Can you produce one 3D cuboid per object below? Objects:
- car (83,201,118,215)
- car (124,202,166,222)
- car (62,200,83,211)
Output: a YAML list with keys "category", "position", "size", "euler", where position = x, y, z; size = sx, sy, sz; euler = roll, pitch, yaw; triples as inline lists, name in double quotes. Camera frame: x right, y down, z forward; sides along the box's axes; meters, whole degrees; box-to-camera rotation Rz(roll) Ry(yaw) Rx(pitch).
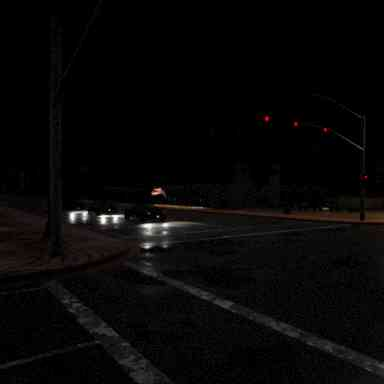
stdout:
- category: "car"
  position: [-9.087, 1.563, 33.615]
  size: [1.994, 1.385, 4.181]
  euler: [0, 0, -35]
- category: "car"
  position: [-3.858, 1.525, 26.297]
  size: [1.812, 1.442, 4.674]
  euler: [0, 0, -36]
- category: "car"
  position: [-14.923, 1.600, 41.825]
  size: [1.895, 1.301, 4.718]
  euler: [0, 0, -35]
